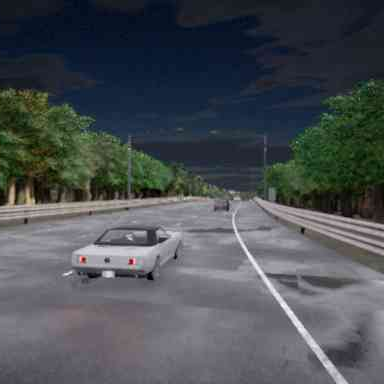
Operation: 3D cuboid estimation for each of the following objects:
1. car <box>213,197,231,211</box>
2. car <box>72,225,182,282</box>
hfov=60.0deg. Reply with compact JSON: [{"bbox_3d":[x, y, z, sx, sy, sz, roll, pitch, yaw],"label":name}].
[{"bbox_3d":[3.973,1.699,43.582,2.128,1.511,4.902,0,0,9],"label":"car"},{"bbox_3d":[-1.582,1.645,9.980,1.895,1.301,4.718,0,0,9],"label":"car"}]
